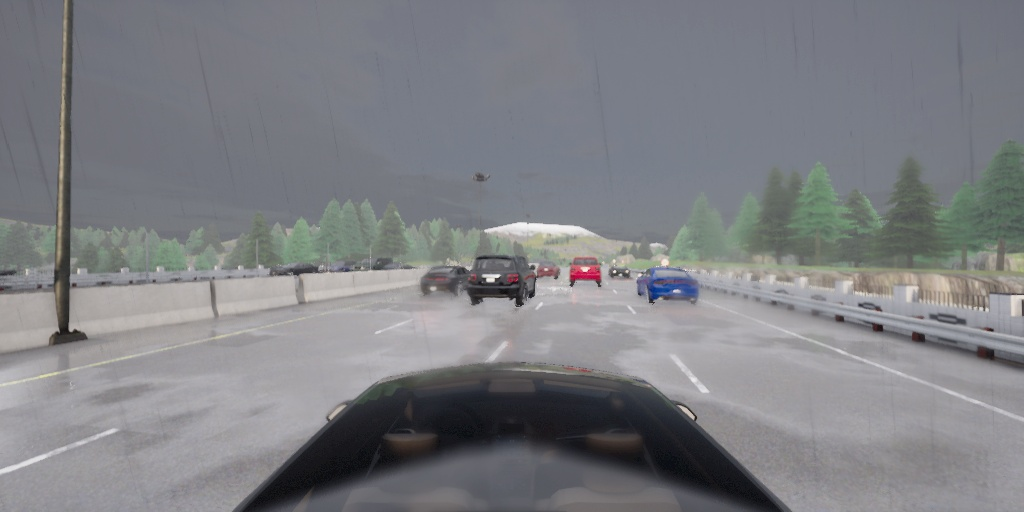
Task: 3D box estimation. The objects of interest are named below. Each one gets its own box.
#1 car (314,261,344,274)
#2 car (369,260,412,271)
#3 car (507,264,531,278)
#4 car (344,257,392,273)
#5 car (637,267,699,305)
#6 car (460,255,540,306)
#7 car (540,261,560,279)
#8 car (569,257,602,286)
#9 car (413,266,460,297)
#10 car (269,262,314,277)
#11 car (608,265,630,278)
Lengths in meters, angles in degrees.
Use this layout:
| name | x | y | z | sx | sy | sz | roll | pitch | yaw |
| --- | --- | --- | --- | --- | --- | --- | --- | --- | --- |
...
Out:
| name | x | y | z | sx | sy | sz | roll | pitch | yaw |
| --- | --- | --- | --- | --- | --- | --- | --- | --- | --- |
| car | -17.651 | 1.275 | 37.065 | 2.097 | 1.767 | 4.553 | 0 | -1 | 11 |
| car | -11.076 | 1.398 | 34.263 | 2.128 | 1.511 | 4.902 | 0 | -1 | 11 |
| car | 0.829 | 1.551 | 39.230 | 1.812 | 1.442 | 4.674 | 0 | -1 | 12 |
| car | -14.157 | 1.151 | 36.695 | 2.150 | 2.045 | 5.566 | 0 | -1 | 11 |
| car | 6.975 | 1.256 | 16.484 | 1.882 | 1.535 | 5.008 | 0 | 0 | 11 |
| car | -0.269 | 0.986 | 15.956 | 2.150 | 2.045 | 5.566 | 0 | 0 | 11 |
| car | 3.608 | 1.327 | 35.276 | 2.097 | 1.767 | 4.553 | 0 | -1 | 11 |
| car | 5.443 | 1.087 | 26.623 | 2.150 | 2.045 | 5.566 | 0 | 0 | 11 |
| car | -3.199 | 1.279 | 19.152 | 1.837 | 1.490 | 4.892 | 0 | 0 | 11 |
| car | -21.522 | 1.366 | 35.580 | 1.882 | 1.535 | 5.008 | 0 | -1 | 11 |
| car | 11.305 | 1.647 | 38.063 | 1.895 | 1.301 | 4.718 | 0 | -1 | 11 |
